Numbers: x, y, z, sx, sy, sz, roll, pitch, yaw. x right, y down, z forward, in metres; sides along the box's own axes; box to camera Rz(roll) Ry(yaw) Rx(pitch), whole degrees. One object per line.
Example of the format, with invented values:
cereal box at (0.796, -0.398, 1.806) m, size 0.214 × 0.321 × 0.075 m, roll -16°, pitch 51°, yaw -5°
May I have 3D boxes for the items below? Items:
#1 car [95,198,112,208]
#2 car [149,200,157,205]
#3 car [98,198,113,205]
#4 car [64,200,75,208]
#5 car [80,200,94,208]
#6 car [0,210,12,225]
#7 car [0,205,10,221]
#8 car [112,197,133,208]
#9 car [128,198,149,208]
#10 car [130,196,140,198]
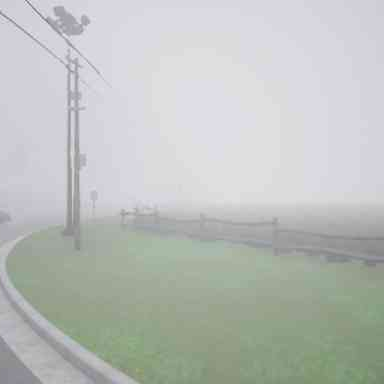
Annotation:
car at (-16.938, 2.337, 65.472) m, size 2.033 × 1.411 × 5.357 m, roll -1°, pitch -1°, yaw 4°
car at (-9.225, 2.422, 75.892) m, size 1.895 × 1.301 × 4.718 m, roll -1°, pitch -1°, yaw 4°
car at (-19.737, 2.229, 76.104) m, size 1.882 × 1.535 × 5.008 m, roll -1°, pitch -1°, yaw 4°
car at (-23.886, 2.367, 66.493) m, size 1.812 × 1.442 × 4.674 m, roll -1°, pitch -1°, yaw 4°
car at (-20.431, 2.294, 65.706) m, size 1.882 × 1.535 × 5.008 m, roll -1°, pitch -1°, yaw 4°
car at (-16.023, 1.933, 25.255) m, size 2.033 × 1.411 × 5.357 m, roll -1°, pitch -1°, yaw 4°
car at (-19.160, 1.993, 30.801) m, size 1.812 × 1.442 × 4.674 m, roll -1°, pitch -1°, yaw 4°
car at (-13.446, 2.305, 65.239) m, size 2.033 × 1.411 × 5.357 m, roll -1°, pitch -1°, yaw 4°
car at (-10.036, 2.263, 62.301) m, size 1.994 × 1.385 × 4.181 m, roll -1°, pitch -1°, yaw 4°
car at (-12.753, 1.912, 75.669) m, size 2.150 × 2.045 × 5.566 m, roll -1°, pitch -1°, yaw 4°
